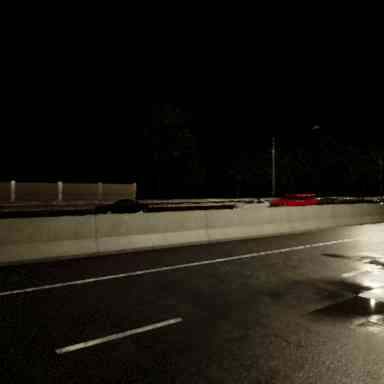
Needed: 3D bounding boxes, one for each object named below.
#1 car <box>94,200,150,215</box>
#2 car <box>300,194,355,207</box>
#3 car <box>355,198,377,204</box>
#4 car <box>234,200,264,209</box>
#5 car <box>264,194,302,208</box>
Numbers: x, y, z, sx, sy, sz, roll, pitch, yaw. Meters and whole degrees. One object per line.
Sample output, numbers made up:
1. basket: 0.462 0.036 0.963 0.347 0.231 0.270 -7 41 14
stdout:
1. car: -6.179 1.474 29.666 5.008 1.535 1.882 0 0 -35
2. car: 12.217 1.345 29.872 4.553 1.767 2.097 0 0 -35
3. car: 27.802 1.595 53.787 4.718 1.301 1.895 0 0 -35
4. car: 6.382 1.519 34.312 4.674 1.442 1.812 0 0 -35
5. car: 10.011 1.213 32.599 5.566 2.045 2.150 0 0 -35
